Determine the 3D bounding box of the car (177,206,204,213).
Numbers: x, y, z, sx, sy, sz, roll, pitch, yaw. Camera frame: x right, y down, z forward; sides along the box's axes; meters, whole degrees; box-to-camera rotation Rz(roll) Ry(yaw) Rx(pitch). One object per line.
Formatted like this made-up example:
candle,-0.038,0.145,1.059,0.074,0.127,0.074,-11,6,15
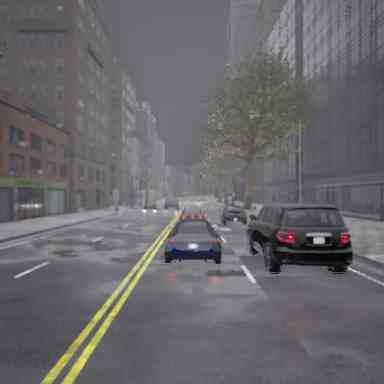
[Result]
car,0.040,1.915,26.709,1.895,1.301,4.718,0,-1,1

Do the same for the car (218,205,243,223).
car,3.294,1.828,27.344,1.837,1.490,4.892,0,0,0

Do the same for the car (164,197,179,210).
car,-3.290,1.842,54.256,2.150,2.045,5.566,0,-1,1

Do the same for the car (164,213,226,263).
car,0.048,1.717,12.651,1.994,1.385,4.181,0,-1,0

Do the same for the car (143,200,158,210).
car,-6.551,2.113,53.113,1.837,1.490,4.892,0,-1,0

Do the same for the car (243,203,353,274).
car,3.288,1.358,11.215,2.150,2.045,5.566,0,0,1
